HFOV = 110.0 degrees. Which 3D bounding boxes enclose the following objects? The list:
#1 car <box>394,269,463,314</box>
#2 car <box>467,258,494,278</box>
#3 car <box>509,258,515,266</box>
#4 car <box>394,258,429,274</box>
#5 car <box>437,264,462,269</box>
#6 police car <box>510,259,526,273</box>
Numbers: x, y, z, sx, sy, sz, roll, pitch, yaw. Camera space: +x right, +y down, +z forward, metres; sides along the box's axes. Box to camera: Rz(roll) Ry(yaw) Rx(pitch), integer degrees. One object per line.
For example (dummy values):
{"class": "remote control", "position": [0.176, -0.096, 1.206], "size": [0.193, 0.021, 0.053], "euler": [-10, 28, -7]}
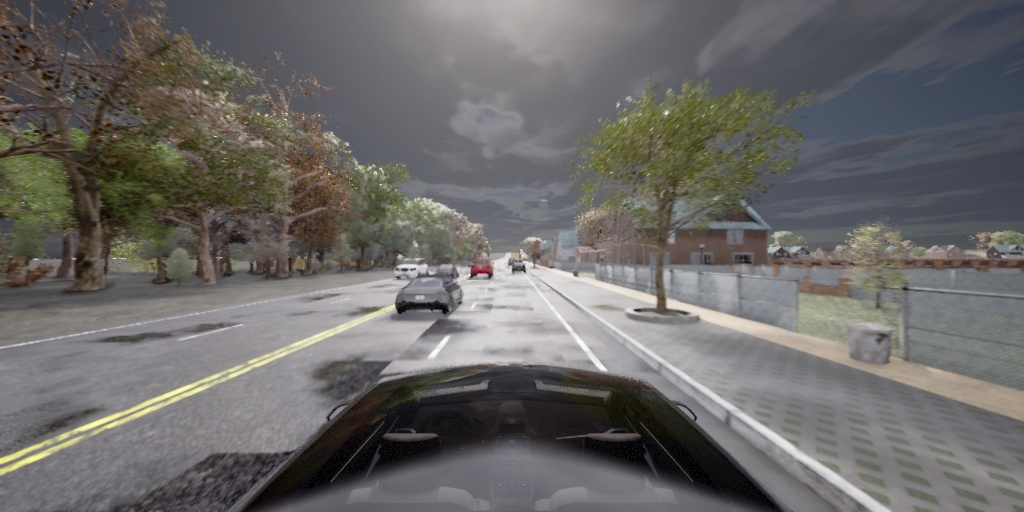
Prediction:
{"class": "car", "position": [-3.165, 1.416, 14.393], "size": [1.994, 1.385, 4.181], "euler": [0, 0, 0]}
{"class": "car", "position": [-3.144, 1.258, 38.550], "size": [2.150, 2.045, 5.566], "euler": [0, 0, 0]}
{"class": "car", "position": [0.986, 1.540, 59.870], "size": [2.097, 1.767, 4.553], "euler": [0, 0, 0]}
{"class": "car", "position": [-9.832, 1.234, 35.572], "size": [2.150, 2.045, 5.566], "euler": [0, 0, 0]}
{"class": "car", "position": [-6.578, 1.545, 36.481], "size": [1.812, 1.442, 4.674], "euler": [0, 0, 0]}
{"class": "police car", "position": [0.984, 1.544, 50.009], "size": [1.930, 1.638, 5.238], "euler": [0, 0, 0]}
